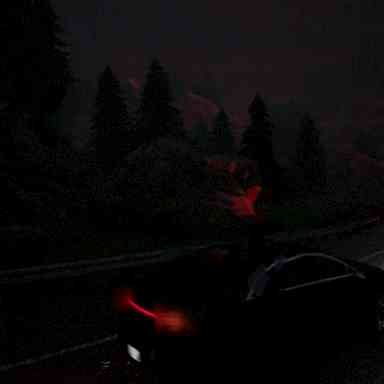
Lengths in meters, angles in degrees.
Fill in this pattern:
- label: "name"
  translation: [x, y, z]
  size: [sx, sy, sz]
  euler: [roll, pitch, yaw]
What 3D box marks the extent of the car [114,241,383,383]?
- label: "car"
  translation: [1.284, 1.508, 5.056]
  size: [4.902, 1.511, 2.128]
  euler: [0, 0, -38]
